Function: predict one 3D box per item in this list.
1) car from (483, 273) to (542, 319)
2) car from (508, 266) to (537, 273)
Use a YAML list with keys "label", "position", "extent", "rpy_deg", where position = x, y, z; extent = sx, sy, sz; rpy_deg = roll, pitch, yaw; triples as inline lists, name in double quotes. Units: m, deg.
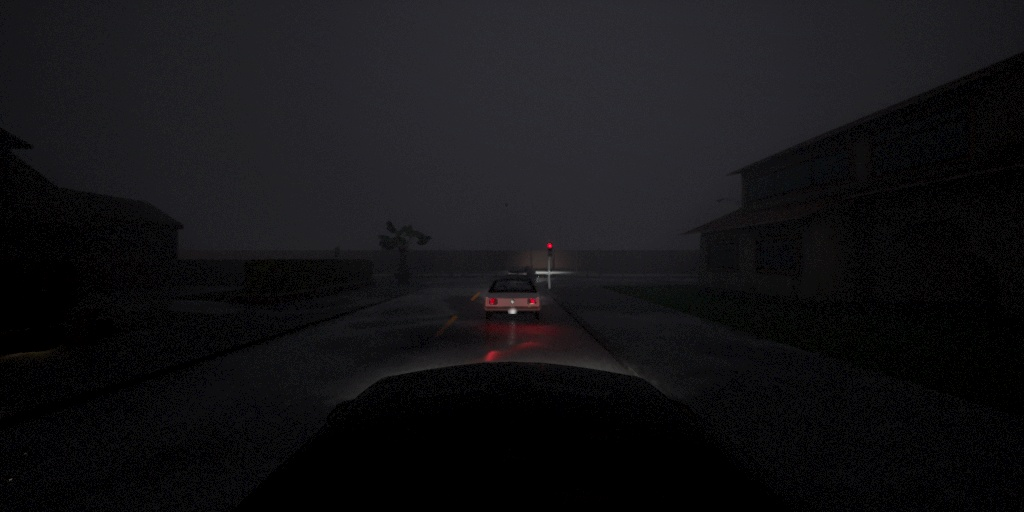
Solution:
- label: "car"
  position: [0.038, 1.487, 13.505]
  extent: [1.895, 1.301, 4.718]
  rpy_deg: [0, -1, 1]
- label: "car"
  position: [0.833, 1.557, 29.008]
  extent: [2.128, 1.511, 4.902]
  rpy_deg: [0, -1, 12]
